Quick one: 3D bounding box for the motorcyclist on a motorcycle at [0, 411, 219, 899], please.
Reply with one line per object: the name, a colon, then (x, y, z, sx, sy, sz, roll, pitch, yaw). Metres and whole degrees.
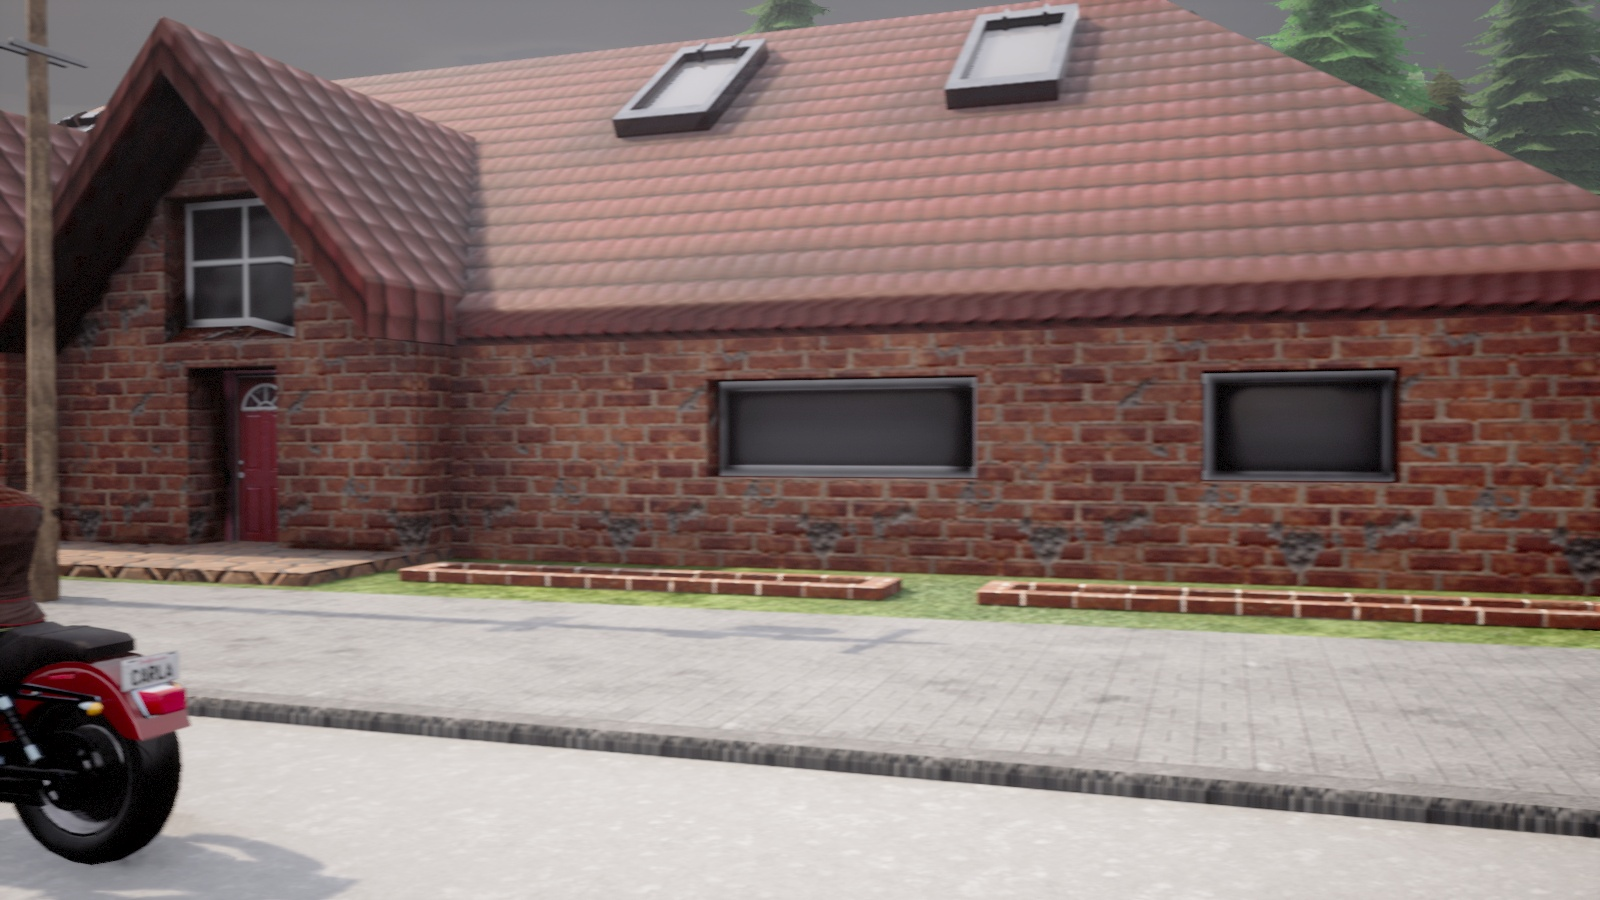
motorcyclist on a motorcycle: (-3.503, 0.685, 4.899, 2.350, 1.649, 0.766, 0, 1, 19)
